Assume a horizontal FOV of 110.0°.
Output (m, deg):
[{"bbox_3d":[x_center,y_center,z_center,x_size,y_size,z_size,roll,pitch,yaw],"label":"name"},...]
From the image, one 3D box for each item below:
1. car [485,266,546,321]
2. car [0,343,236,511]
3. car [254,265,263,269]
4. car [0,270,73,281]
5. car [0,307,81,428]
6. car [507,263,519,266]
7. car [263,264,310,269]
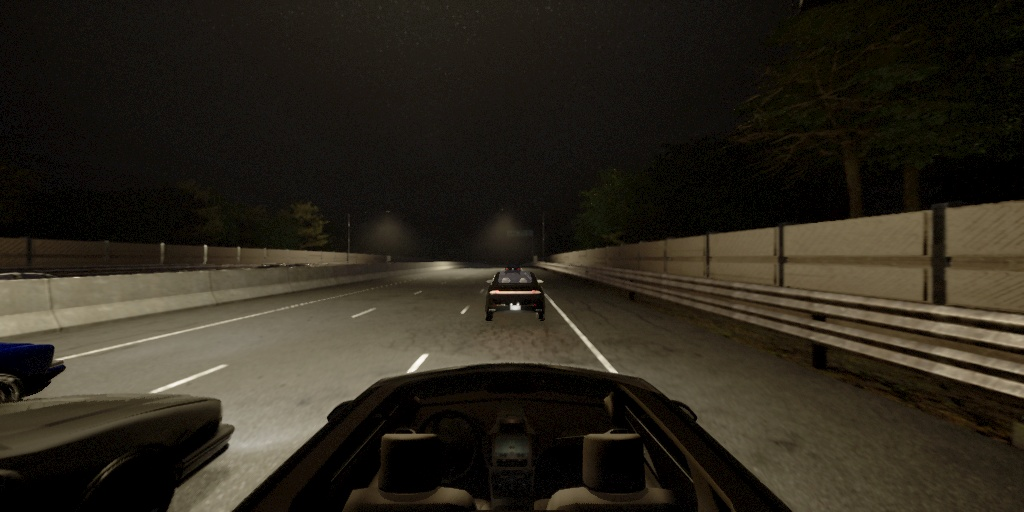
[{"bbox_3d":[0.098,1.257,12.576,2.128,1.511,4.902,0,0,0],"label":"car"},{"bbox_3d":[-3.401,1.297,0.705,2.033,1.411,5.357,0,0,0],"label":"car"},{"bbox_3d":[-24.593,1.479,36.472,1.994,1.385,4.181,0,-1,0],"label":"car"},{"bbox_3d":[-17.601,1.255,12.006,2.128,1.511,4.902,0,0,0],"label":"car"},{"bbox_3d":[-6.900,1.352,2.590,1.895,1.301,4.718,0,0,0],"label":"car"},{"bbox_3d":[0.096,1.511,41.439,2.033,1.411,5.357,0,-1,0],"label":"car"},{"bbox_3d":[-21.102,1.447,34.817,2.033,1.411,5.357,0,-1,0],"label":"car"}]
